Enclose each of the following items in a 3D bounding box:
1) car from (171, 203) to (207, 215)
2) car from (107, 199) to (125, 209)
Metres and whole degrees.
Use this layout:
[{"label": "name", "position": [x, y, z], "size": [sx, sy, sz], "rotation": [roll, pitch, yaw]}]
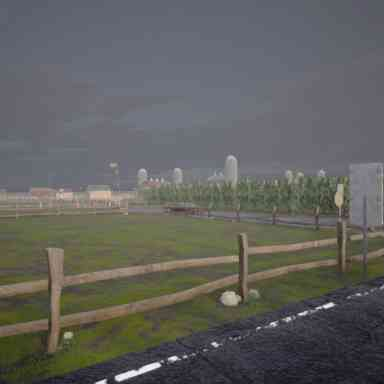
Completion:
[{"label": "car", "position": [-0.410, 1.845, 37.096], "size": [1.895, 1.301, 4.718], "rotation": [0, 0, -35]}, {"label": "car", "position": [-12.358, 1.904, 54.001], "size": [1.882, 1.535, 5.008], "rotation": [0, -1, -35]}]
